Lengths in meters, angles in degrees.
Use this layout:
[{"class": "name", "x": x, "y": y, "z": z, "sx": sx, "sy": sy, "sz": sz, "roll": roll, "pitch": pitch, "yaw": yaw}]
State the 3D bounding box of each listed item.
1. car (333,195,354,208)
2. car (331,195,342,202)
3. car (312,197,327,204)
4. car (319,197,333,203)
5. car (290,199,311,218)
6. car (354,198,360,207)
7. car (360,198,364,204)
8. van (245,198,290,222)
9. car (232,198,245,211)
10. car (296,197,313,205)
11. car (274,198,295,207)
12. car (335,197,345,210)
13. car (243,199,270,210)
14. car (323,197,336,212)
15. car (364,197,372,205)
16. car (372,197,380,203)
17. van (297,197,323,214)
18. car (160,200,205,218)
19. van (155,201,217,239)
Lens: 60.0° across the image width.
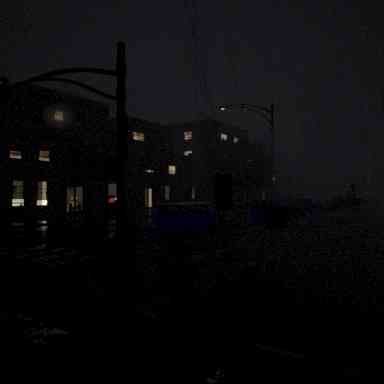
[{"class": "car", "x": 21.977, "y": 1.497, "z": 49.355, "sx": 2.192, "sy": 1.841, "sz": 5.009, "roll": 0, "pitch": 0, "yaw": 35}, {"class": "car", "x": 37.276, "y": 1.712, "z": 85.844, "sx": 1.967, "sy": 1.590, "sz": 4.097, "roll": 0, "pitch": 0, "yaw": 35}, {"class": "car", "x": 27.682, "y": 1.728, "z": 72.131, "sx": 1.752, "sy": 1.417, "sz": 4.829, "roll": 0, "pitch": 0, "yaw": 35}, {"class": "car", "x": 30.945, "y": 1.792, "z": 76.795, "sx": 1.947, "sy": 1.339, "sz": 4.313, "roll": 0, "pitch": 0, "yaw": 35}, {"class": "car", "x": 9.313, "y": 1.655, "z": 31.256, "sx": 1.887, "sy": 1.381, "sz": 4.507, "roll": 0, "pitch": 0, "yaw": 35}, {"class": "car", "x": 25.142, "y": 1.516, "z": 53.880, "sx": 2.192, "sy": 1.841, "sz": 5.009, "roll": 0, "pitch": 0, "yaw": 35}, {"class": "car", "x": 28.404, "y": 1.748, "z": 58.543, "sx": 1.752, "sy": 1.417, "sz": 4.829, "roll": 0, "pitch": 0, "yaw": 35}, {"class": "van", "x": 6.149, "y": 1.436, "z": 26.733, "sx": 1.690, "sy": 1.788, "sz": 3.998, "roll": 0, "pitch": 0, "yaw": 35}, {"class": "car", "x": 5.624, "y": 1.506, "z": 40.601, "sx": 1.967, "sy": 1.590, "sz": 4.097, "roll": 0, "pitch": 0, "yaw": 35}, {"class": "car", "x": 21.450, "y": 1.705, "z": 63.222, "sx": 1.887, "sy": 1.381, "sz": 4.507, "roll": 0, "pitch": 0, "yaw": 35}, {"class": "car", "x": 15.119, "y": 1.665, "z": 54.173, "sx": 1.887, "sy": 1.381, "sz": 4.507, "roll": 0, "pitch": 0, "yaw": 35}, {"class": "car", "x": 18.809, "y": 1.729, "z": 44.830, "sx": 1.947, "sy": 1.339, "sz": 4.313, "roll": 0, "pitch": 0, "yaw": 35}, {"class": "car", "x": 8.788, "y": 1.629, "z": 45.125, "sx": 1.887, "sy": 1.381, "sz": 4.507, "roll": 0, "pitch": 0, "yaw": 35}, {"class": "car", "x": 15.742, "y": 1.671, "z": 40.446, "sx": 1.752, "sy": 1.417, "sz": 4.829, "roll": 0, "pitch": 0, "yaw": 35}, {"class": "car", "x": 34.637, "y": 1.810, "z": 67.452, "sx": 1.887, "sy": 1.381, "sz": 4.507, "roll": 0, "pitch": 0, "yaw": 35}, {"class": "car", "x": 44.133, "y": 1.899, "z": 81.026, "sx": 1.947, "sy": 1.339, "sz": 4.313, "roll": 0, "pitch": 0, "yaw": 35}, {"class": "van", "x": 12.480, "y": 1.469, "z": 35.781, "sx": 1.690, "sy": 1.788, "sz": 3.998, "roll": 0, "pitch": 0, "yaw": 35}, {"class": "car", "x": -0.805, "y": 1.558, "z": 31.412, "sx": 1.752, "sy": 1.417, "sz": 4.829, "roll": 0, "pitch": 0, "yaw": 35}, {"class": "van", "x": -0.181, "y": 1.407, "z": 17.684, "sx": 1.690, "sy": 1.788, "sz": 3.998, "roll": 0, "pitch": 0, "yaw": 35}]
